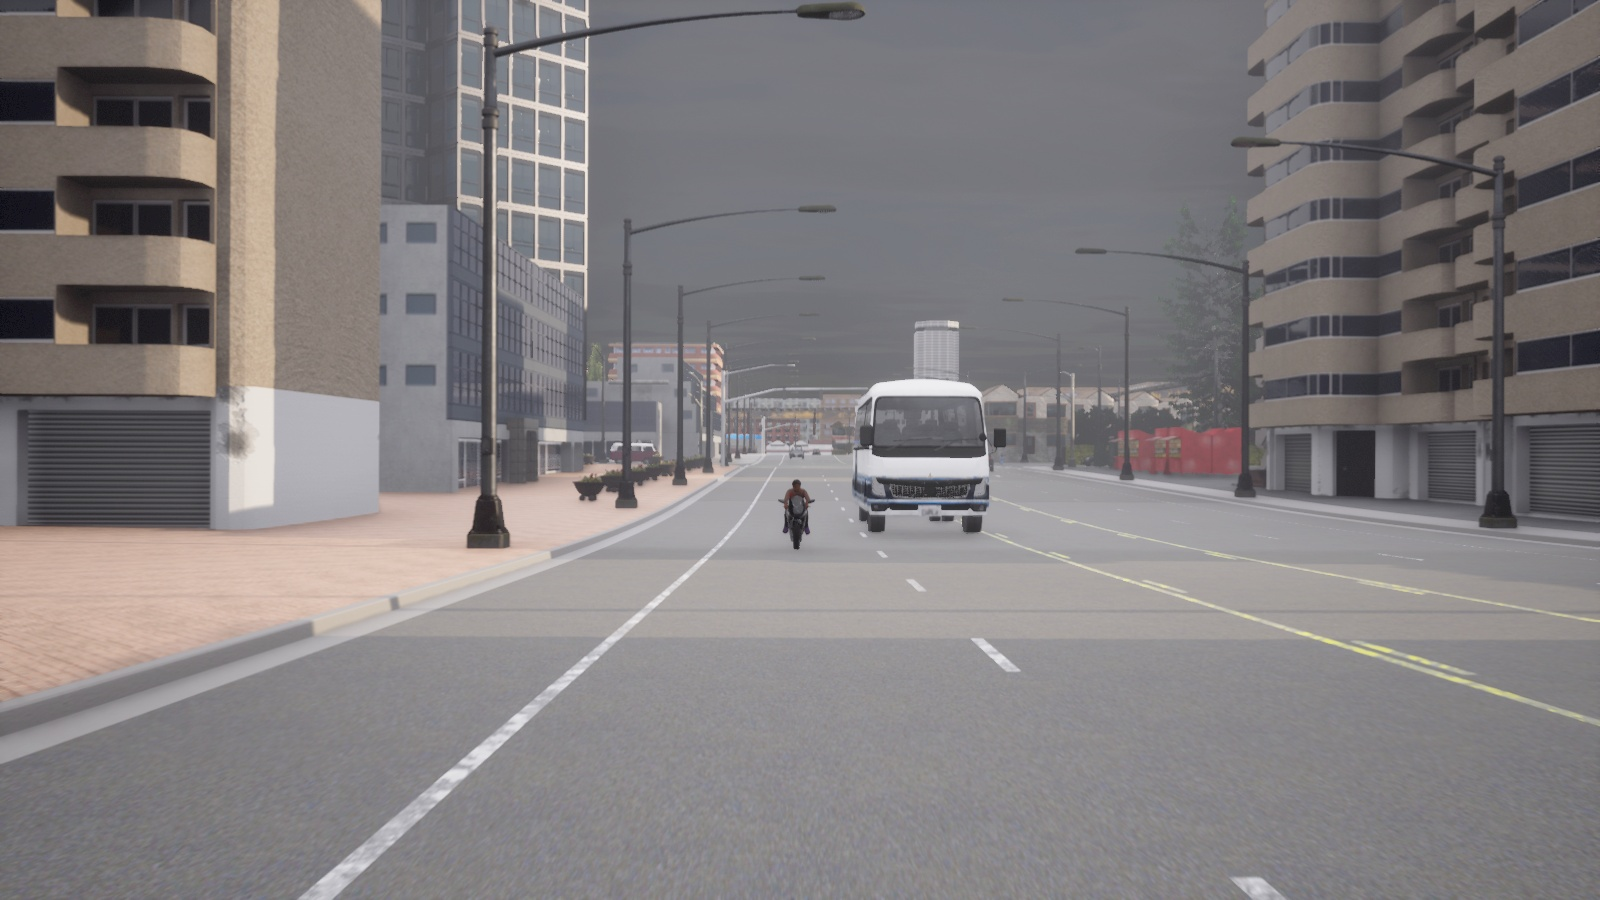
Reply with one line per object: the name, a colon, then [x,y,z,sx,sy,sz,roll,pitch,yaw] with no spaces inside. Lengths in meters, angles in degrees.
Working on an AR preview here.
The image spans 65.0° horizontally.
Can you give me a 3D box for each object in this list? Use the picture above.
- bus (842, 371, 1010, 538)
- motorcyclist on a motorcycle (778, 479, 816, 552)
bus: [3.406,0.138,37.398,3.944,4.253,10.273,0,0,0]
motorcyclist on a motorcycle: [-0.065,1.415,27.581,0.797,1.523,2.044,0,-1,0]
